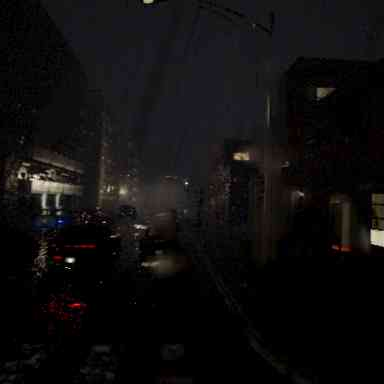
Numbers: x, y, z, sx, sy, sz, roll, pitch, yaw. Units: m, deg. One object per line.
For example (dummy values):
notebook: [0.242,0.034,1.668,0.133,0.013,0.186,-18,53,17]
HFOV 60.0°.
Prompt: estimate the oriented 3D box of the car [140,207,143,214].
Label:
car: [-13.870,4.732,83.973,1.752,1.417,4.829,1,-2,-3]

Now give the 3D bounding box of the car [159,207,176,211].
car: [-2.666,2.825,36.479,2.192,1.841,5.009,1,-2,-3]

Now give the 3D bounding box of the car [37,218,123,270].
car: [-3.948,1.980,12.826,1.837,1.490,4.892,2,-2,-3]

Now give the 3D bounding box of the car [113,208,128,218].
car: [-12.306,3.562,57.570,1.967,1.590,4.097,1,-2,-3]

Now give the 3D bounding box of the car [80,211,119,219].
car: [-8.021,2.635,29.249,1.895,1.301,4.718,2,-2,-3]

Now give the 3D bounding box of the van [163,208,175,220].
van: [-3.624,3.518,52.657,1.690,1.788,3.998,1,-2,-3]

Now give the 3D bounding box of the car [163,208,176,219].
car: [-3.943,3.714,58.052,2.192,1.841,5.009,1,-2,-3]

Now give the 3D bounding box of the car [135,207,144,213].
car: [-14.207,4.882,89.712,1.967,1.590,4.097,1,-2,-3]

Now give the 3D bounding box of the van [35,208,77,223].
van: [-10.390,2.129,25.215,1.690,1.788,3.998,1,-2,-3]

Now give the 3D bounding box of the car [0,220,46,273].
car: [-6.975,1.865,11.495,1.994,1.385,4.181,2,-2,-3]

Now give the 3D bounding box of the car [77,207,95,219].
car: [-10.710,2.450,30.604,1.967,1.590,4.097,1,-2,-3]

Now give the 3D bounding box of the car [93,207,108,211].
car: [-11.027,2.548,36.003,2.192,1.841,5.009,1,-2,-3]

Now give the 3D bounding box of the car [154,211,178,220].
car: [-2.029,2.505,25.687,1.967,1.590,4.097,1,-2,-3]

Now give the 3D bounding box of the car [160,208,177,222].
car: [-3.305,3.270,47.265,2.192,1.841,5.009,1,-2,-3]

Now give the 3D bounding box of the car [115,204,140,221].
car: [-8.892,2.754,45.882,2.150,2.045,5.566,2,-2,-3]

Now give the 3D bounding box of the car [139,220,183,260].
car: [-1.391,2.170,14.896,2.008,1.369,4.403,1,-2,-3]
